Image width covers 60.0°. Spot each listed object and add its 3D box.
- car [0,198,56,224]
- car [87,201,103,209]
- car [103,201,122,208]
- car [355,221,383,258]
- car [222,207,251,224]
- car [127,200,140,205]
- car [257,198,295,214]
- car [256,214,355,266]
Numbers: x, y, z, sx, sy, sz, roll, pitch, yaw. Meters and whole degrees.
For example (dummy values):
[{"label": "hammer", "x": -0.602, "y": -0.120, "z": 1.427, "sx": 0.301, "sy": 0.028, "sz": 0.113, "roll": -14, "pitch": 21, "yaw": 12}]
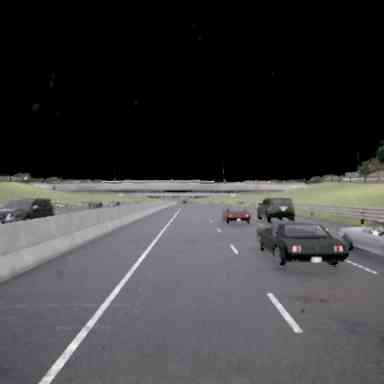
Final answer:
[{"label": "car", "x": -10.649, "y": 1.395, "z": 21.154, "sx": 2.150, "sy": 2.045, "sz": 5.566, "roll": 0, "pitch": -1, "yaw": 0}, {"label": "car", "x": -17.902, "y": 2.395, "z": 62.021, "sx": 2.033, "sy": 1.411, "sz": 5.357, "roll": 0, "pitch": -1, "yaw": 0}, {"label": "car", "x": -14.417, "y": 2.349, "z": 62.202, "sx": 2.128, "sy": 1.511, "sz": 4.902, "roll": 0, "pitch": -1, "yaw": 0}, {"label": "car", "x": 7.081, "y": 1.682, "z": 11.792, "sx": 1.895, "sy": 1.301, "sz": 4.718, "roll": 0, "pitch": 0, "yaw": 0}, {"label": "car", "x": 3.518, "y": 1.851, "z": 27.281, "sx": 1.895, "sy": 1.301, "sz": 4.718, "roll": 0, "pitch": -1, "yaw": 0}, {"label": "car", "x": -10.920, "y": 2.332, "z": 62.279, "sx": 1.882, "sy": 1.535, "sz": 5.008, "roll": 0, "pitch": -1, "yaw": 0}, {"label": "car", "x": 7.013, "y": 1.484, "z": 28.234, "sx": 2.150, "sy": 2.045, "sz": 5.566, "roll": 0, "pitch": -1, "yaw": 0}, {"label": "car", "x": 3.581, "y": 1.682, "z": 11.784, "sx": 1.895, "sy": 1.301, "sz": 4.718, "roll": 0, "pitch": 0, "yaw": 0}]
